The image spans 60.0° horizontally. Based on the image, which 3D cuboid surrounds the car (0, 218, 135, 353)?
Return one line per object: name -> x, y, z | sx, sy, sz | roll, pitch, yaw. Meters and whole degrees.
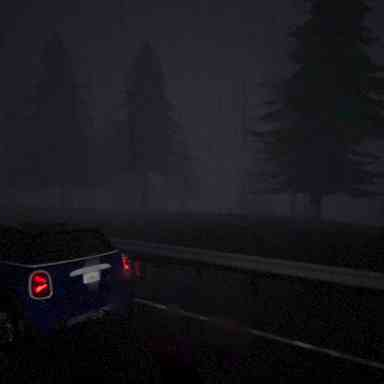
car -> -3.266, 1.309, 6.322 | 4.553, 1.767, 2.097 | 0, 0, 35
